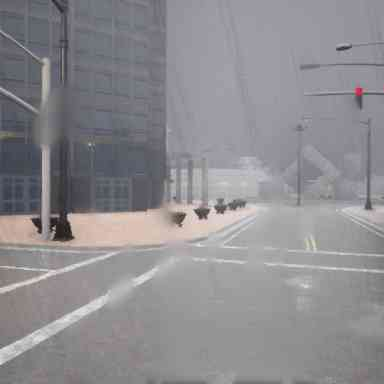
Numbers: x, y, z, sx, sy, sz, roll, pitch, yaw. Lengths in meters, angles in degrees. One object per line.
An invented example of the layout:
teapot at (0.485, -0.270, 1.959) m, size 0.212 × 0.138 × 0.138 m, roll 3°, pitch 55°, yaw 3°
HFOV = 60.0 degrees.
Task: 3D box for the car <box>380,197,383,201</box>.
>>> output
car at (46.809, 1.414, 78.070) m, size 1.837 × 1.490 × 4.892 m, roll 0°, pitch 0°, yaw -29°
